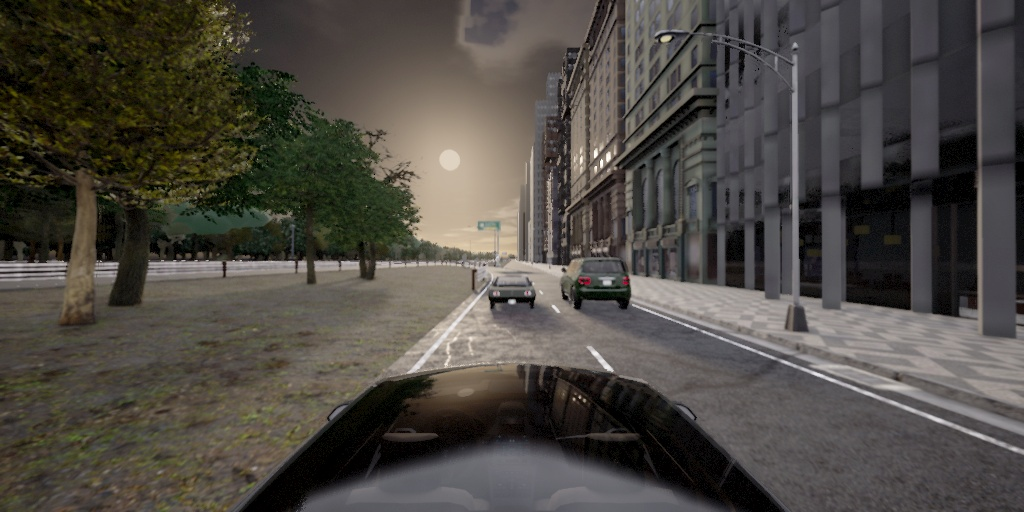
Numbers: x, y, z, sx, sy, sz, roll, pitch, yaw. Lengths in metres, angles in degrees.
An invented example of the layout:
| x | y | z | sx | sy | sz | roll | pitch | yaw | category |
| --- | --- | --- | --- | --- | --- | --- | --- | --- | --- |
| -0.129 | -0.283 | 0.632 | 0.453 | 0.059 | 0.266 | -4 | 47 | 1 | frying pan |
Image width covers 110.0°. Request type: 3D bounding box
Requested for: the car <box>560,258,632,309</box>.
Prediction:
| x | y | z | sx | sy | sz | roll | pitch | yaw | category |
| --- | --- | --- | --- | --- | --- | --- | --- | --- | --- |
| 3.504 | 1.101 | 15.872 | 2.150 | 2.045 | 5.566 | 0 | 0 | 0 | car |

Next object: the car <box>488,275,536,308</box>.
| x | y | z | sx | sy | sz | roll | pitch | yaw | category |
| --- | --- | --- | --- | --- | --- | --- | --- | --- | --- |
| 0.005 | 1.486 | 15.960 | 1.895 | 1.301 | 4.718 | 0 | -1 | 0 | car |
